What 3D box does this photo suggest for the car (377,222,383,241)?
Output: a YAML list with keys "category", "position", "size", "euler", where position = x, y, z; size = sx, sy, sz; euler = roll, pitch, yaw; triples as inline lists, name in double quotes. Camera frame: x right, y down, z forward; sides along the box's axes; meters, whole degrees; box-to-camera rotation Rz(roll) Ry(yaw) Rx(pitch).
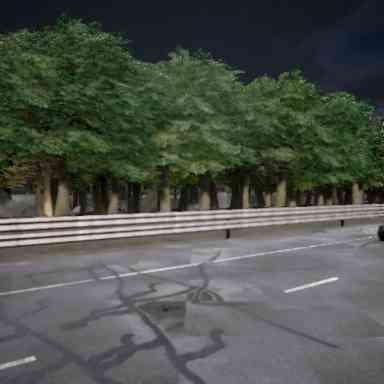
- category: "car"
  position: [10.531, 1.602, 15.555]
  size: [4.181, 1.385, 1.994]
  euler: [0, 0, -35]
